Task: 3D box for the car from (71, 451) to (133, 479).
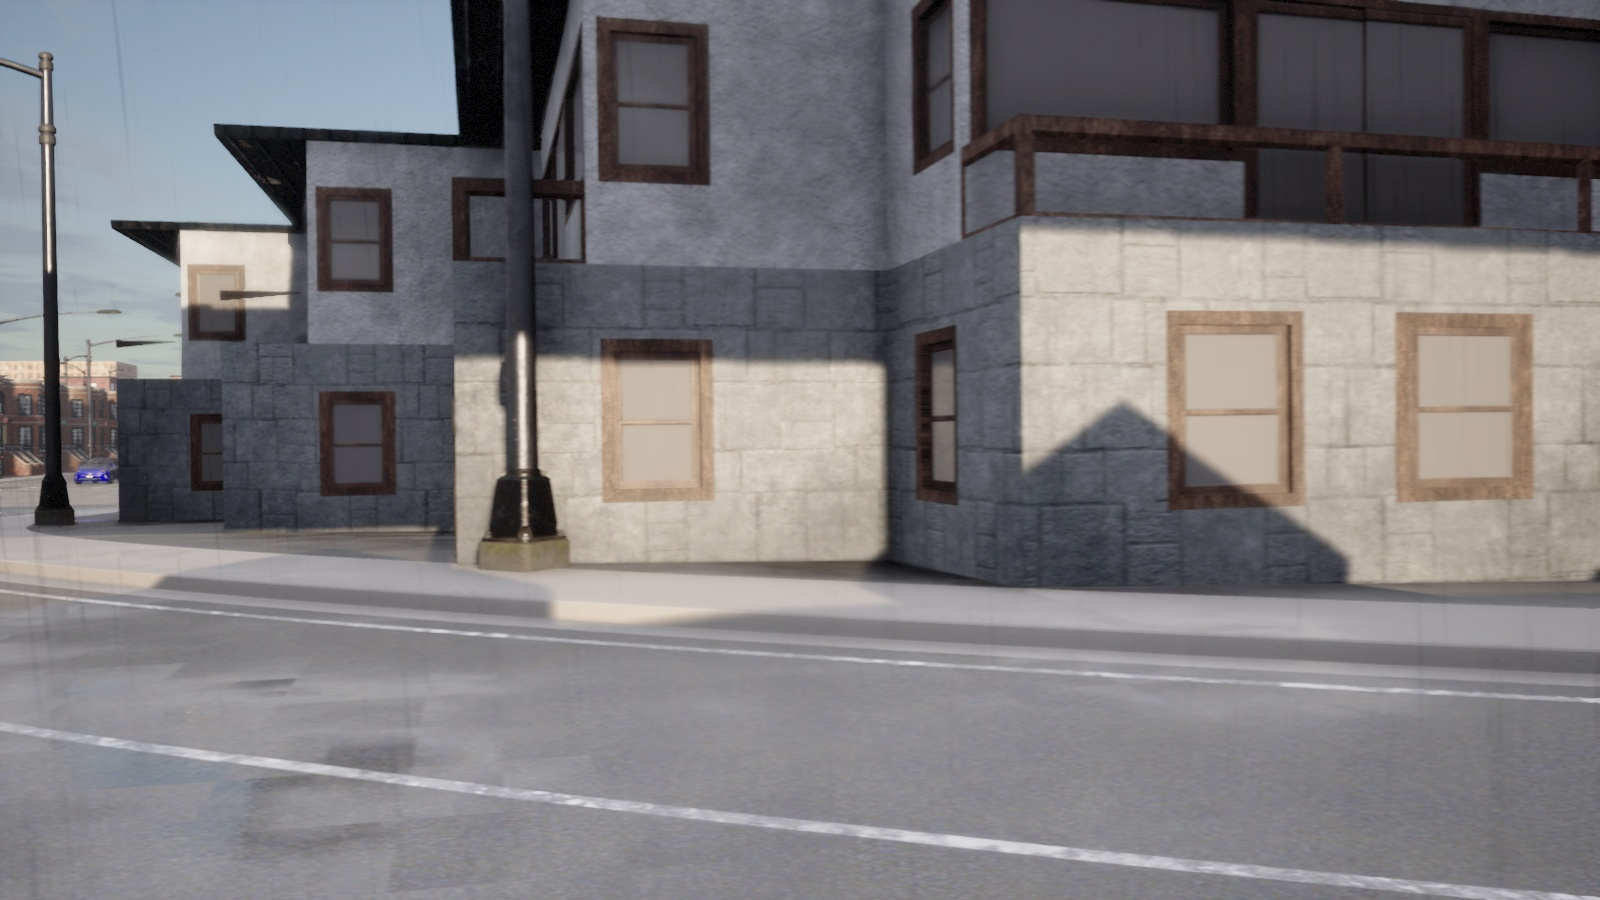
[{"bbox_3d":[-41.025,0.854,73.874,2.007,1.525,4.514,0,1,-13],"label":"car"}]
